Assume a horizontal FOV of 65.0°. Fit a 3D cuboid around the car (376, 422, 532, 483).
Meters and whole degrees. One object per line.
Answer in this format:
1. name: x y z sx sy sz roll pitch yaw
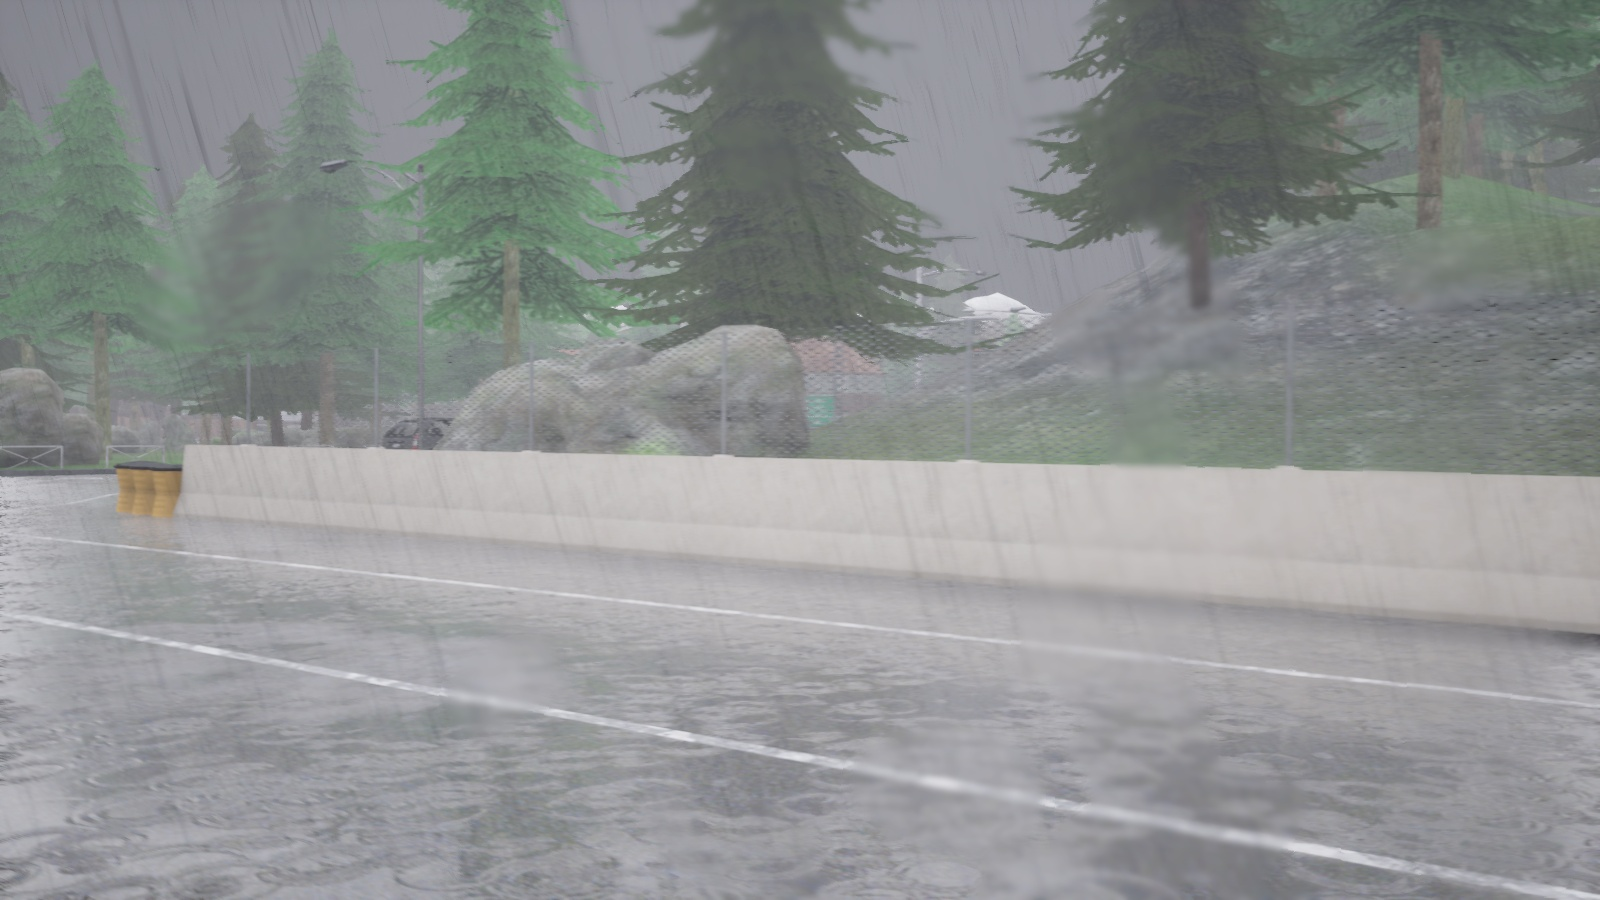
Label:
1. car: -9.710 0.038 35.463 1.851 1.617 3.988 0 1 34
